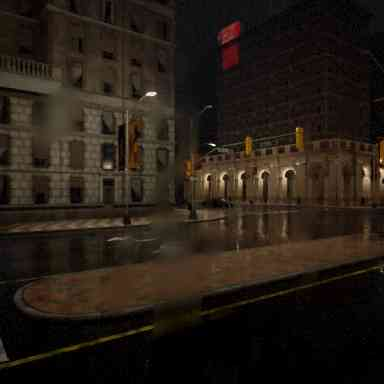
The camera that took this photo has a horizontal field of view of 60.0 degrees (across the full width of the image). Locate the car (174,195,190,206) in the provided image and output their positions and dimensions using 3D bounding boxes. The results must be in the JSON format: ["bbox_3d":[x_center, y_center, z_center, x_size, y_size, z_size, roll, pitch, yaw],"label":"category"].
[{"bbox_3d":[-2.223,1.526,55.015,1.812,1.442,4.674,0,0,-35],"label":"car"}]

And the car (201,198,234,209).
[{"bbox_3d":[3.485,1.547,46.956,2.033,1.411,5.357,0,0,-36],"label":"car"}]
